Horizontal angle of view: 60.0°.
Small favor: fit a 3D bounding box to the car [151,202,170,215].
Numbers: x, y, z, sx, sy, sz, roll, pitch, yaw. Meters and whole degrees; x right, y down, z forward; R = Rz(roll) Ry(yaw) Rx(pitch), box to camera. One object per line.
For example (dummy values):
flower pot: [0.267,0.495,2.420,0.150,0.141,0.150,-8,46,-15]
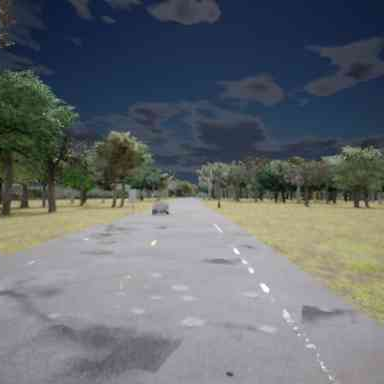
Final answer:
car: [-3.602,1.895,38.852,1.837,1.490,4.892,0,-1,0]
